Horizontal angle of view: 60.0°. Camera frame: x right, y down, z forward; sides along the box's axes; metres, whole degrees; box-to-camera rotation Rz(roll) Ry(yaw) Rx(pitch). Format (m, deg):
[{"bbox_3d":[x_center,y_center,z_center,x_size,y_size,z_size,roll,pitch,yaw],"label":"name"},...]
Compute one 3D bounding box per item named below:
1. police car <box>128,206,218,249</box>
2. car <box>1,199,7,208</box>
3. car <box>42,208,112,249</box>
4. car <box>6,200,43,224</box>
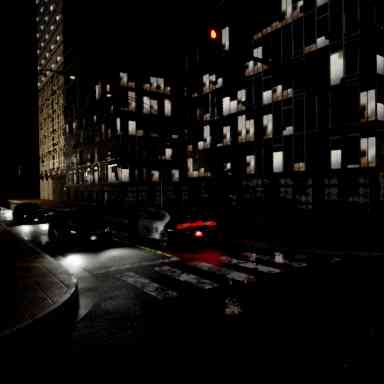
[{"bbox_3d":[-1.123,1.412,14.395,2.038,1.542,4.974,-1,1,-35],"label":"police car"},{"bbox_3d":[-23.668,1.513,41.172,1.895,1.301,4.718,-1,1,-35],"label":"car"},{"bbox_3d":[-5.080,1.484,14.693,1.812,1.442,4.674,-1,1,-34],"label":"car"},{"bbox_3d":[-12.016,1.489,24.532,2.033,1.411,5.357,-1,1,-35],"label":"car"}]
